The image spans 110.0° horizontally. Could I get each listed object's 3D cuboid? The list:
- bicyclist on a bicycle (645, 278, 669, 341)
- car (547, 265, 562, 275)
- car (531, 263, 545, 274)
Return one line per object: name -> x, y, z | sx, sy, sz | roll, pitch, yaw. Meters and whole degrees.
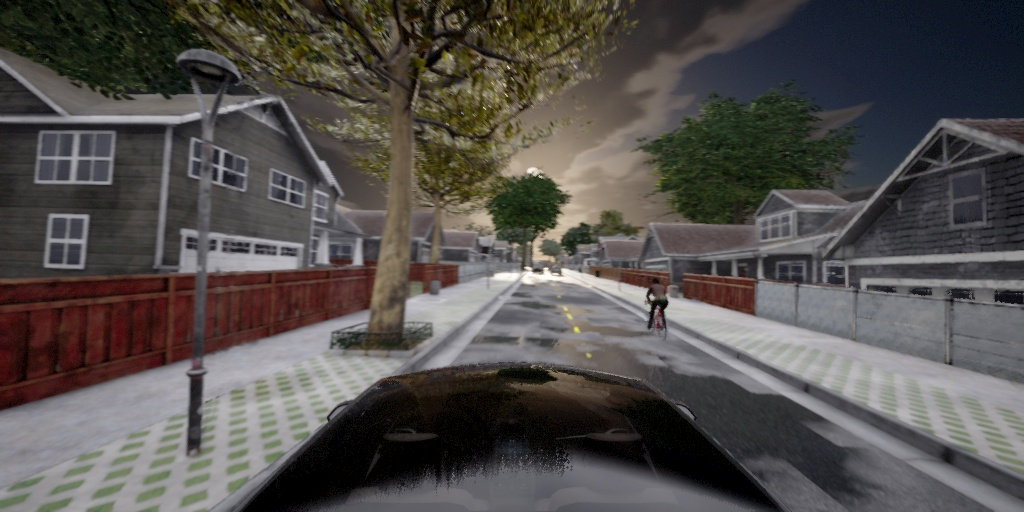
bicyclist on a bicycle -> 4.015, 1.443, 9.965 | 0.582, 1.620, 1.656 | 2, -1, 4
car -> 7.098, 2.245, 57.788 | 2.128, 1.511, 4.902 | 2, -1, 5
car -> 4.275, 2.025, 58.844 | 2.097, 1.767, 4.553 | 2, -1, 5
